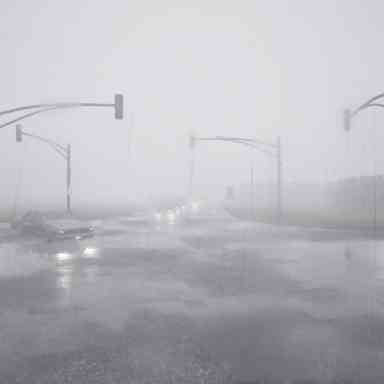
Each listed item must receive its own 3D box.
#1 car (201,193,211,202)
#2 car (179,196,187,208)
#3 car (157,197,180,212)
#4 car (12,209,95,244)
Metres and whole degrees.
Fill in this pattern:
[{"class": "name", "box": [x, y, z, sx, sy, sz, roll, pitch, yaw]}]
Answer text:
[{"class": "car", "box": [3.343, 1.230, 79.092, 2.150, 2.045, 5.566, 0, 0, 5]}, {"class": "car", "box": [-2.369, 1.510, 47.571, 2.128, 1.511, 4.902, 0, 0, 3]}, {"class": "car", "box": [-2.821, 1.619, 38.256, 1.895, 1.301, 4.718, 0, 0, 3]}, {"class": "car", "box": [-6.860, 1.538, 16.095, 5.357, 1.411, 2.033, 1, 0, 42]}]
